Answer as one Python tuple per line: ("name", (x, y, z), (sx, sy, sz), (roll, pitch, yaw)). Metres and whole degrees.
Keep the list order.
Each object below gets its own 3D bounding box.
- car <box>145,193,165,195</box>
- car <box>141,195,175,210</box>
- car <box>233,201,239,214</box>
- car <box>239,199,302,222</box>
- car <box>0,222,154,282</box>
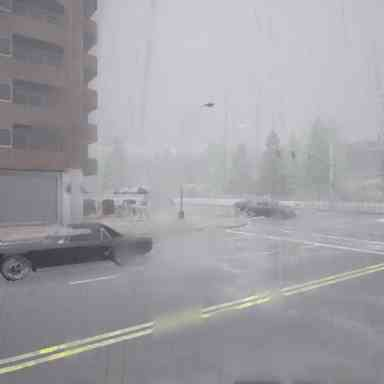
("car", (-4.841, 1.173, 47.855), (2.150, 2.045, 5.566), (0, 0, -42))
("car", (-4.653, 1.442, 41.894), (2.128, 1.511, 4.902), (0, 0, -37))
("car", (6.121, 1.444, 32.882), (2.128, 1.511, 4.902), (0, 0, -35))
("car", (6.413, 1.447, 26.409), (2.128, 1.511, 4.902), (0, 0, -35))
("car", (-3.616, 1.601, 9.892), (4.718, 1.301, 1.895), (0, 0, -34))
